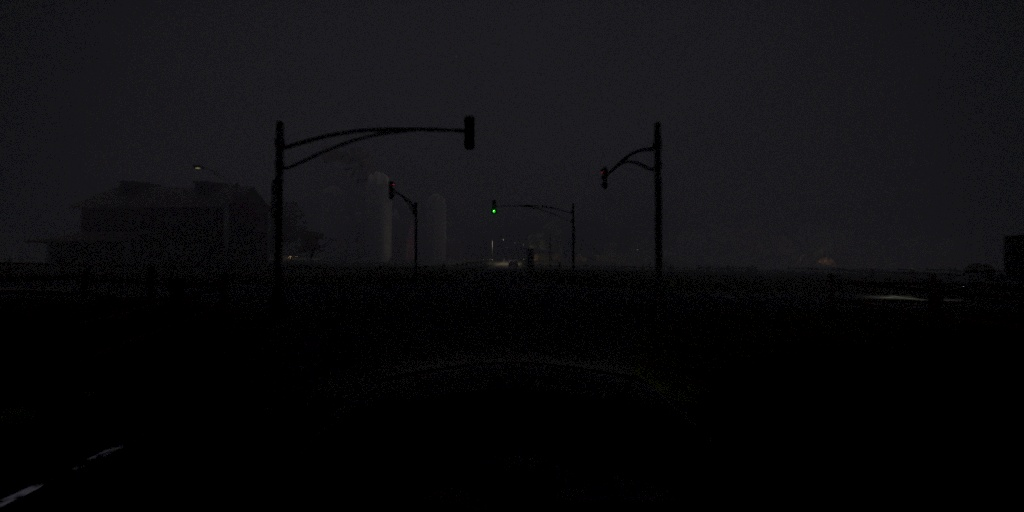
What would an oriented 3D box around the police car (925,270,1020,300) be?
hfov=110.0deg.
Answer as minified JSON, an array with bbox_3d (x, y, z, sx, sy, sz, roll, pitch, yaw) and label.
[{"bbox_3d":[27.041,1.649,20.792,5.238,1.638,1.930,1,-1,0],"label":"police car"}]
